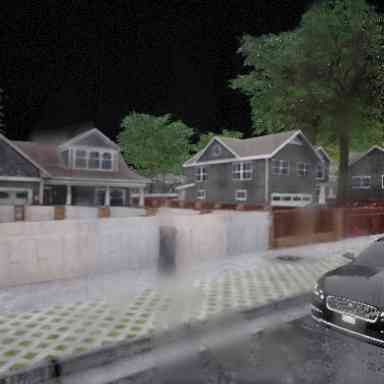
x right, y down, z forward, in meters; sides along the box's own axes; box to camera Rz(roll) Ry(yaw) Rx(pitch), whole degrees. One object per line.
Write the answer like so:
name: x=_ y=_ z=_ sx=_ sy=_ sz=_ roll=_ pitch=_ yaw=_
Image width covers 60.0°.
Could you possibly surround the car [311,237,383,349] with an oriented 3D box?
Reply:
car: x=4.153 y=1.545 z=5.994 sx=4.892 sy=1.490 sz=1.837 roll=1 pitch=-1 yaw=-35
